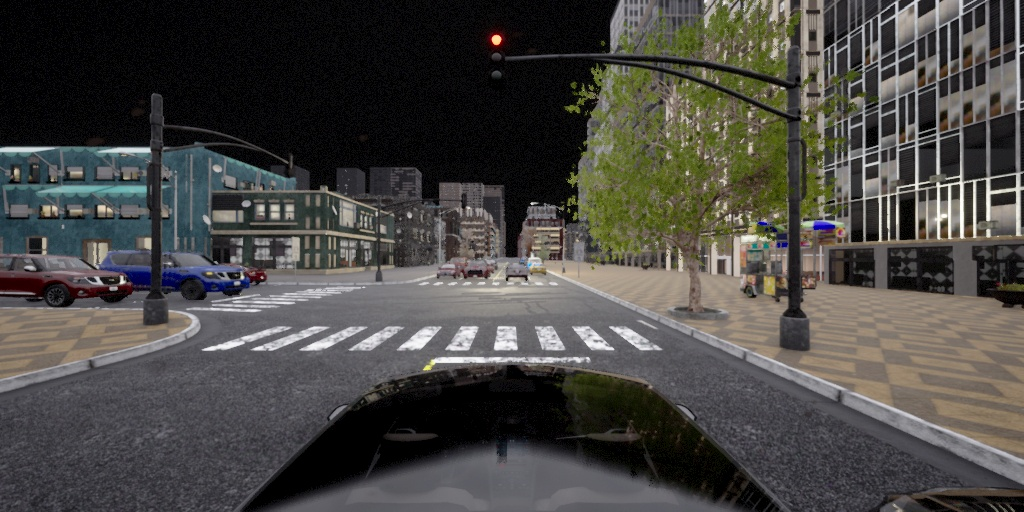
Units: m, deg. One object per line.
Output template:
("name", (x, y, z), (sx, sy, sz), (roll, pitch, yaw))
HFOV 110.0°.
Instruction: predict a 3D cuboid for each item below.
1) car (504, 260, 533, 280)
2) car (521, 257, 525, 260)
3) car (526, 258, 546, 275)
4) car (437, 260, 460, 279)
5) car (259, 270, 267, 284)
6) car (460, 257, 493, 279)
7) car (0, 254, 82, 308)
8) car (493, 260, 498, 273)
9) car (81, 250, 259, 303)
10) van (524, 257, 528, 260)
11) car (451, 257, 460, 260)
("car", (0.310, 1.294, 30.867), (2.033, 1.411, 5.357), (0, 0, -2))
("car", (2.720, 1.296, 54.706), (2.007, 1.370, 4.403), (0, 0, 0))
("car", (2.711, 1.272, 38.223), (1.751, 1.417, 4.829), (0, 0, 0))
("car", (-5.672, 1.329, 32.504), (1.802, 1.307, 4.207), (0, 0, 0))
("car", (-17.265, 1.117, 21.502), (4.507, 1.381, 1.888), (0, 0, -1))
("car", (-3.082, 1.099, 32.201), (2.097, 1.767, 4.553), (0, 0, 0))
("car", (-17.151, 0.847, 13.122), (5.009, 1.841, 2.192), (0, 0, -1))
("car", (-3.077, 1.310, 42.115), (1.994, 1.385, 4.181), (0, 0, 0))
("car", (-14.665, 0.797, 15.630), (5.566, 2.045, 2.150), (1, 0, 2))
("van", (2.715, 1.087, 43.604), (1.690, 1.789, 3.998), (0, 0, 0))
("car", (-5.669, 1.061, 38.055), (2.192, 1.841, 5.009), (0, 0, 0))
